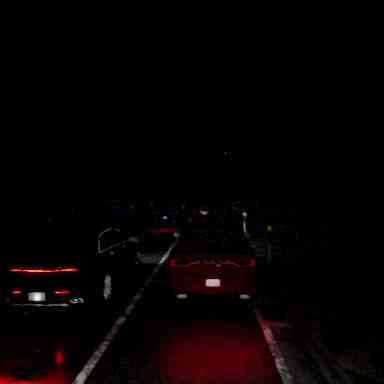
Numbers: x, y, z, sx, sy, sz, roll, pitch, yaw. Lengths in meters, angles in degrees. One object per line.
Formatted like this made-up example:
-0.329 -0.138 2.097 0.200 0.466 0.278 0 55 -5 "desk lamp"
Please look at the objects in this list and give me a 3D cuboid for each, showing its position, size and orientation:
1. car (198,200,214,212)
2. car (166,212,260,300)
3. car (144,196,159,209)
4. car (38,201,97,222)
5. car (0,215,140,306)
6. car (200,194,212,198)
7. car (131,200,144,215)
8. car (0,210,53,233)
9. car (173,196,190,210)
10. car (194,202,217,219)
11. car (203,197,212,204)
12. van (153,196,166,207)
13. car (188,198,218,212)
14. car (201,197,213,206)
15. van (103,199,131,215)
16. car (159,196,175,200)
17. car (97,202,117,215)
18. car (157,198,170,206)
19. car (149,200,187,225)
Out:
1.834 1.696 42.122 1.887 1.381 4.507 -1 0 3 "car"
0.507 1.507 8.535 1.882 1.535 5.008 -1 0 3 "car"
-6.395 1.701 48.176 1.967 1.590 4.097 -1 0 3 "car"
-7.827 1.477 20.028 2.192 1.841 5.009 -1 0 3 "car"
-2.554 1.565 8.168 1.837 1.490 4.892 -1 0 3 "car"
1.545 1.446 36.494 2.192 1.841 5.009 -1 0 3 "car"
-6.967 1.662 36.917 1.967 1.590 4.097 -1 0 3 "car"
-8.109 1.708 14.398 1.947 1.339 4.313 -1 0 3 "car"
-0.920 1.658 42.312 1.882 1.535 5.008 -1 0 3 "car"
1.263 1.677 30.864 1.947 1.339 4.313 -1 0 3 "car"
3.264 1.819 70.266 1.947 1.339 4.313 -1 0 3 "car"
-5.824 1.642 59.435 1.690 1.788 3.998 -1 0 3 "van"
0.975 1.532 25.235 1.967 1.590 4.097 -1 0 3 "car"
2.691 1.651 59.009 1.967 1.590 4.097 -1 0 3 "car"
-7.255 1.543 31.288 1.690 1.788 3.998 -1 0 3 "van"
-3.569 1.749 49.280 1.882 1.535 5.008 -1 0 3 "car"
-7.538 1.727 25.657 1.887 1.381 4.507 -1 0 3 "car"
-5.545 1.847 64.894 1.752 1.417 4.829 -1 0 3 "car"
-1.699 1.596 25.007 1.882 1.535 5.008 -1 0 3 "car"
